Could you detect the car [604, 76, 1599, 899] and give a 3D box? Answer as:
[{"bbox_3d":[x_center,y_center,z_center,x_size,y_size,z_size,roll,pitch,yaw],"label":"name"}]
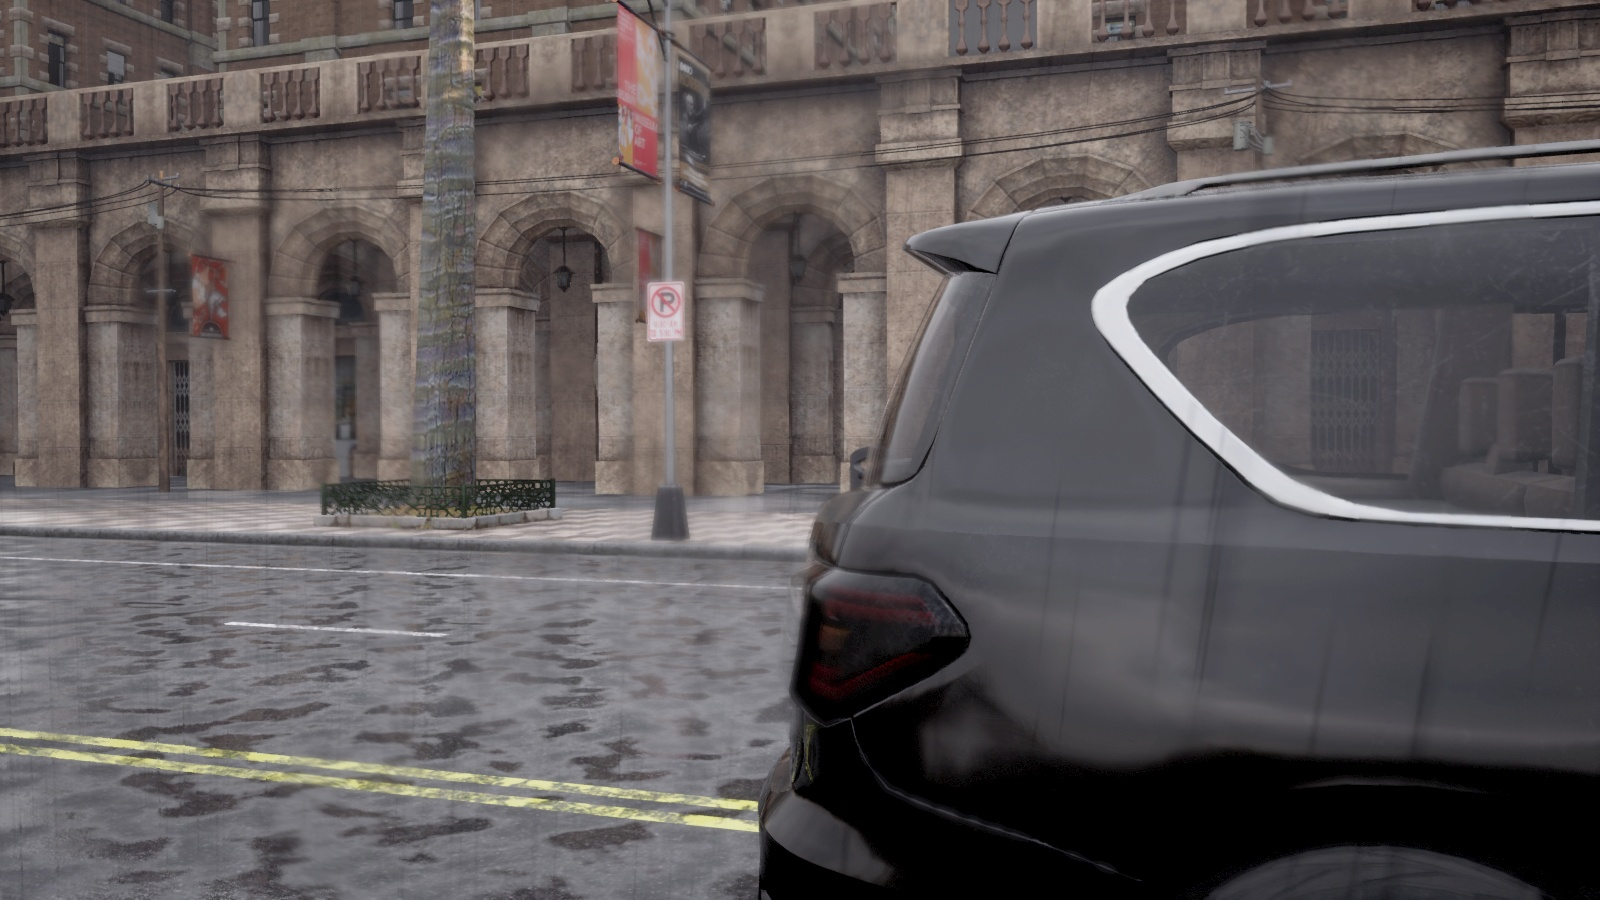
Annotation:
[{"bbox_3d":[2.642,0.519,2.301,5.566,2.045,2.150,1,1,19],"label":"car"}]
